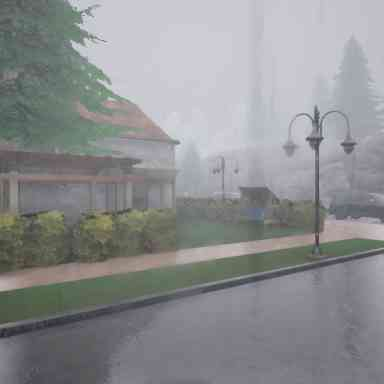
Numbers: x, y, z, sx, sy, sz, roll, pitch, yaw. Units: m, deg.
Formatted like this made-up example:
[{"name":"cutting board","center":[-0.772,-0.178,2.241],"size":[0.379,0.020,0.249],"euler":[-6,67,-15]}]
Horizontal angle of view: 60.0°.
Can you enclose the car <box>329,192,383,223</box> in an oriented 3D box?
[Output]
[{"name":"car","center":[12.452,1.057,23.373],"size":[2.150,2.045,5.566],"euler":[0,0,-32]}]

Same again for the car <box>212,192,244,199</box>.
[{"name":"car","center":[4.234,1.060,35.036],"size":[2.150,2.045,5.566],"euler":[0,0,-36]}]
